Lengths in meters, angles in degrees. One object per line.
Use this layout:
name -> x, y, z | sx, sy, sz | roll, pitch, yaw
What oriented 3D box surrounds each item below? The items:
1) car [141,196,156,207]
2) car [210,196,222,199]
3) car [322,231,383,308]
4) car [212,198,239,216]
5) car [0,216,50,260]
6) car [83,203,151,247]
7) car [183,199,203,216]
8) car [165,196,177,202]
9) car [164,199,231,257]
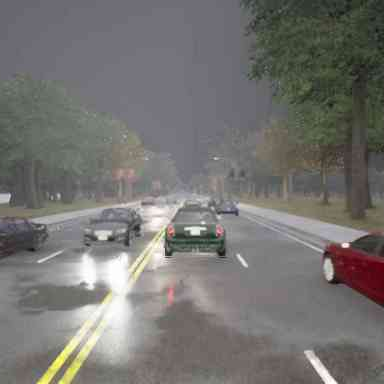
car -> -6.735, 1.432, 51.866 | 1.882, 1.535, 5.008 | 0, 0, 0
car -> 3.162, 1.308, 43.731 | 2.097, 1.767, 4.553 | 0, 0, 0
car -> 4.231, 1.467, 6.492 | 1.882, 1.535, 5.008 | 0, 0, 0
car -> 3.267, 1.519, 31.893 | 1.994, 1.385, 4.181 | 0, 0, -1
car -> -6.594, 1.520, 10.970 | 2.033, 1.411, 5.357 | 0, 0, 0
car -> -3.348, 1.460, 14.906 | 2.128, 1.511, 4.902 | 0, 0, 0
car -> 0.052, 1.478, 32.998 | 1.812, 1.442, 4.674 | 0, 0, 0
car -> -3.501, 1.489, 56.880 | 1.812, 1.442, 4.674 | 0, 0, 0
car -> 0.103, 1.326, 12.909 | 2.097, 1.767, 4.553 | 0, 0, 0
